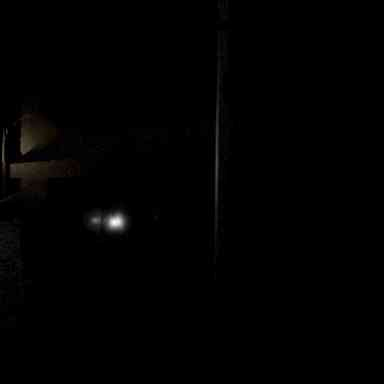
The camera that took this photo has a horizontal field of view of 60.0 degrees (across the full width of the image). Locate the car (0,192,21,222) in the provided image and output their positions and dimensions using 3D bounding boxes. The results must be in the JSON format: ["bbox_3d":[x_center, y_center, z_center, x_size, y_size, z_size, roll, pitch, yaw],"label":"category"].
[{"bbox_3d":[-12.201,0.981,24.382,2.150,2.045,5.566,1,0,36],"label":"car"}]
